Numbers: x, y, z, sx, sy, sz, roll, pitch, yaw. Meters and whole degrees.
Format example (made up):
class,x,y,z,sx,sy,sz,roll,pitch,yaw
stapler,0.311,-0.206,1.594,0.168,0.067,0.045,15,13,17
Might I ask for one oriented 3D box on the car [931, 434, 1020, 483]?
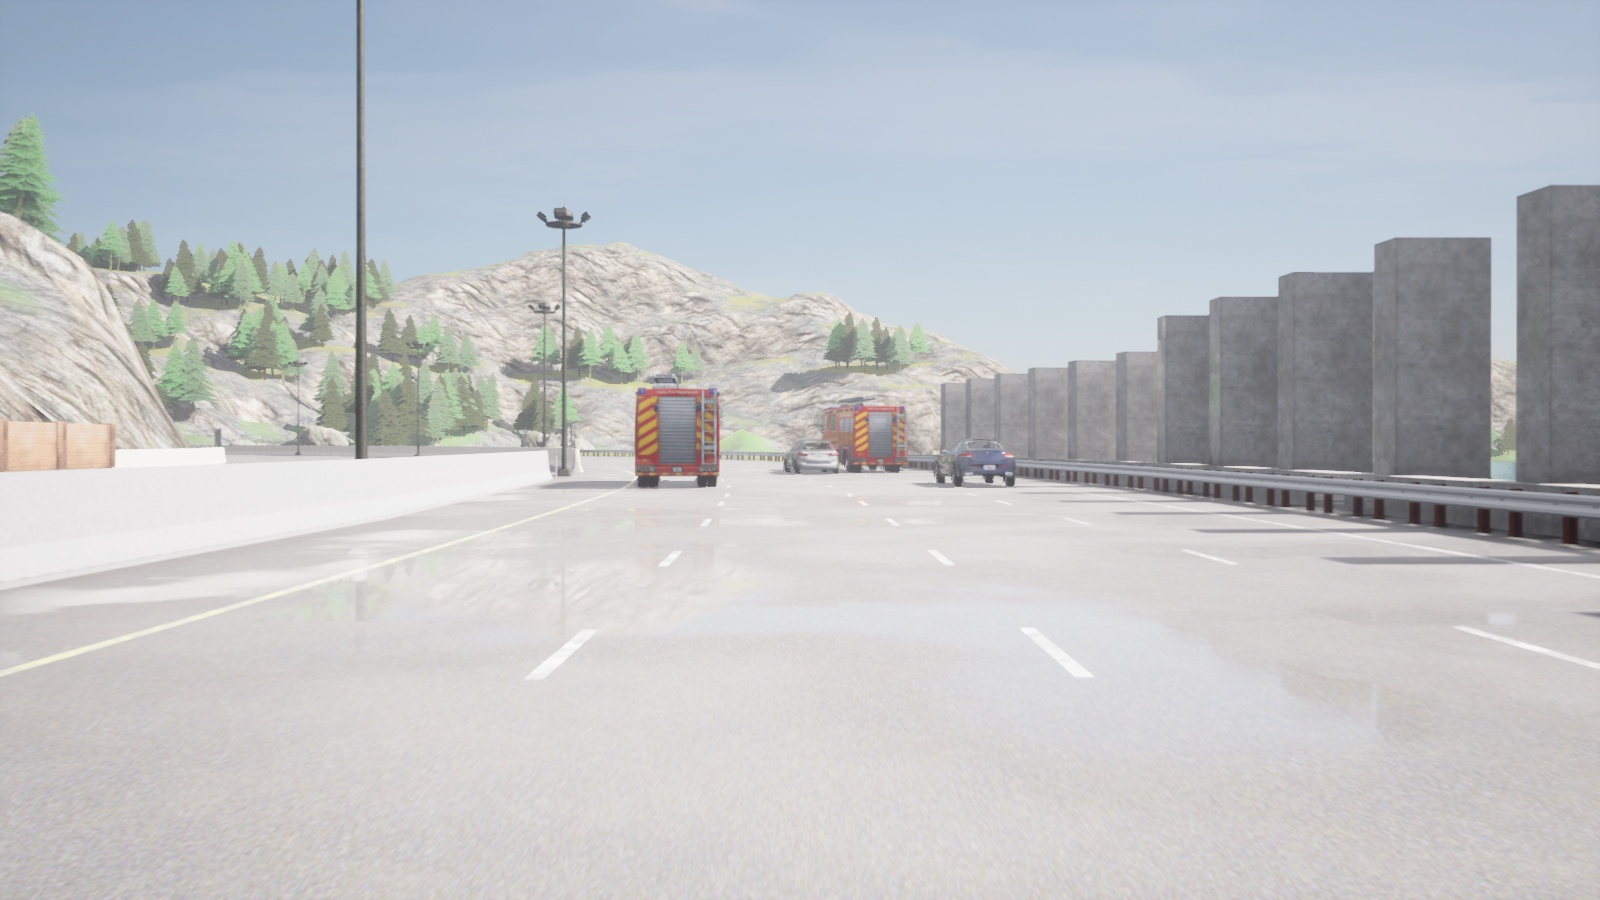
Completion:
class,x,y,z,sx,sy,sz,roll,pitch,yaw
car,6.179,0.277,44.814,2.152,1.651,5.027,0,0,-4

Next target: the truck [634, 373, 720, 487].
class,x,y,z,sx,sy,sz,roll,pitch,yaw
truck,-4.477,-0.683,46.401,2.891,3.827,8.468,0,0,-5

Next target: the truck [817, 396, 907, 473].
class,x,y,z,sx,sy,sz,roll,pitch,yaw
truck,3.185,-0.793,67.029,2.891,3.827,8.468,0,0,-11

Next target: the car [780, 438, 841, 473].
class,x,y,z,sx,sy,sz,roll,pitch,yaw
car,0.479,0.239,62.415,2.242,1.667,4.611,0,0,-10
